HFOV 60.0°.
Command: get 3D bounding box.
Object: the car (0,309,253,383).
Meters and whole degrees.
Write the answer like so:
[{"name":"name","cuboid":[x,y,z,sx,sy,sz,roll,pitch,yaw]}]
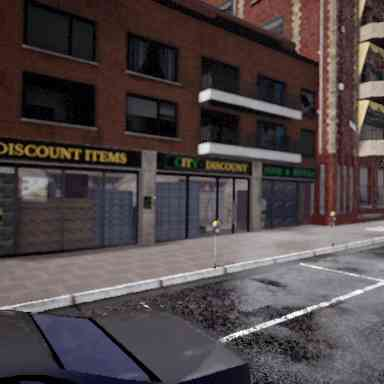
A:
[{"name":"car","cuboid":[-1.982,1.555,1.653,5.357,1.411,2.033,-1,0,-36]}]
